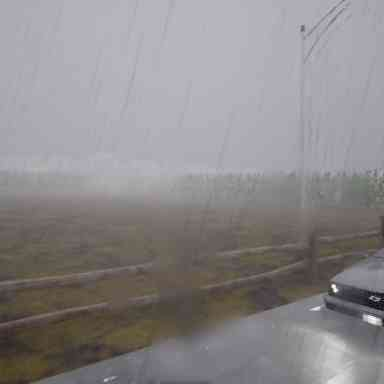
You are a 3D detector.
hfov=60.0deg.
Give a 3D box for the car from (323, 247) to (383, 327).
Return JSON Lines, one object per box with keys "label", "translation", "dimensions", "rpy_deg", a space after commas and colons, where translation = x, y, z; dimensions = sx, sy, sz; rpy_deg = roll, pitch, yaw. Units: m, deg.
{"label": "car", "translation": [4.875, 1.528, 6.545], "dimensions": [5.357, 1.411, 2.033], "rpy_deg": [0, 0, -35]}
